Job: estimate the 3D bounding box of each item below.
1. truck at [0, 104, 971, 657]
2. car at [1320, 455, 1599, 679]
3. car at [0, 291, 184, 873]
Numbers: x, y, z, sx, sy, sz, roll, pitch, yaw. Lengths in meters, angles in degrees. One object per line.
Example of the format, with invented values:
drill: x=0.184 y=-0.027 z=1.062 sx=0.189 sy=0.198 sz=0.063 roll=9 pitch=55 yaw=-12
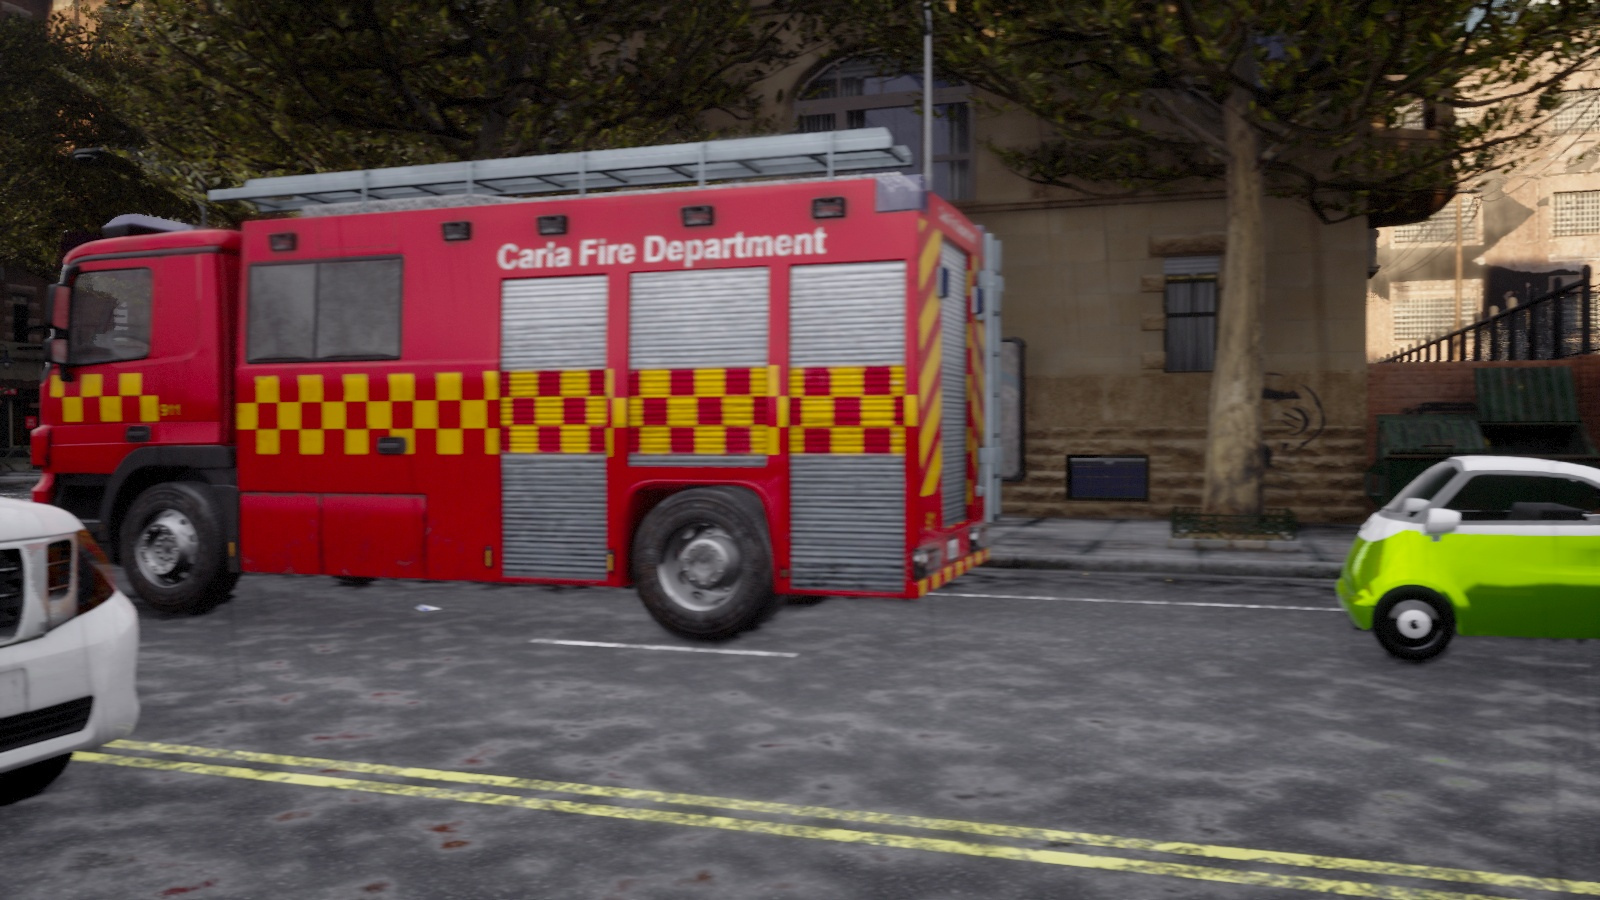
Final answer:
truck: x=-2.926 y=-0.532 z=11.426 sx=8.468 sy=3.827 sz=2.891 roll=1 pitch=1 yaw=19
car: x=4.919 y=0.758 z=8.877 sx=2.207 sy=1.376 sz=1.481 roll=1 pitch=1 yaw=19
car: x=-5.528 y=0.444 z=5.047 sx=5.566 sy=2.045 sz=2.150 roll=1 pitch=1 yaw=18
